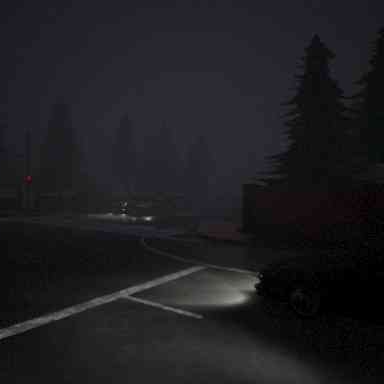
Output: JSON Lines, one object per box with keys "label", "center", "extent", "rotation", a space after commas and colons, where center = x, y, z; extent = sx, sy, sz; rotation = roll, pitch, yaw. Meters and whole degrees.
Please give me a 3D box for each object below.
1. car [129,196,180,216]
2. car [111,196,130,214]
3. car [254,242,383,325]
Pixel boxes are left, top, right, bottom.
{"label": "car", "center": [-3.195, 1.326, 31.325], "extent": [1.882, 1.535, 5.008], "rotation": [1, 0, 35]}
{"label": "car", "center": [-5.929, 1.175, 33.516], "extent": [2.097, 1.767, 4.553], "rotation": [1, 0, 35]}
{"label": "car", "center": [3.814, 1.547, 5.547], "extent": [5.357, 1.411, 2.033], "rotation": [1, 0, 36]}
